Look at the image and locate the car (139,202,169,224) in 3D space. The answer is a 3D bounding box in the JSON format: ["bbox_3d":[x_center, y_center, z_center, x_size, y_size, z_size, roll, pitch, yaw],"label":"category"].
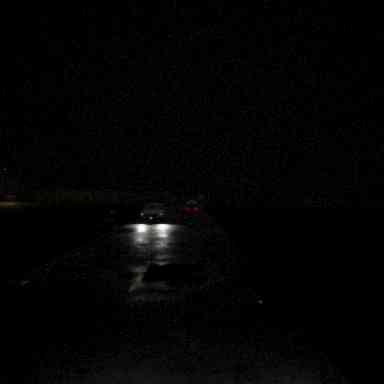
[{"bbox_3d":[-2.806,1.533,25.254,1.812,1.442,4.674,0,0,1],"label":"car"}]

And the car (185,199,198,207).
[{"bbox_3d":[-0.133,2.162,65.965,1.837,1.490,4.892,0,-1,9],"label":"car"}]

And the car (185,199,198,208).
[{"bbox_3d":[-0.009,1.946,55.828,1.812,1.442,4.674,0,-1,0],"label":"car"}]
